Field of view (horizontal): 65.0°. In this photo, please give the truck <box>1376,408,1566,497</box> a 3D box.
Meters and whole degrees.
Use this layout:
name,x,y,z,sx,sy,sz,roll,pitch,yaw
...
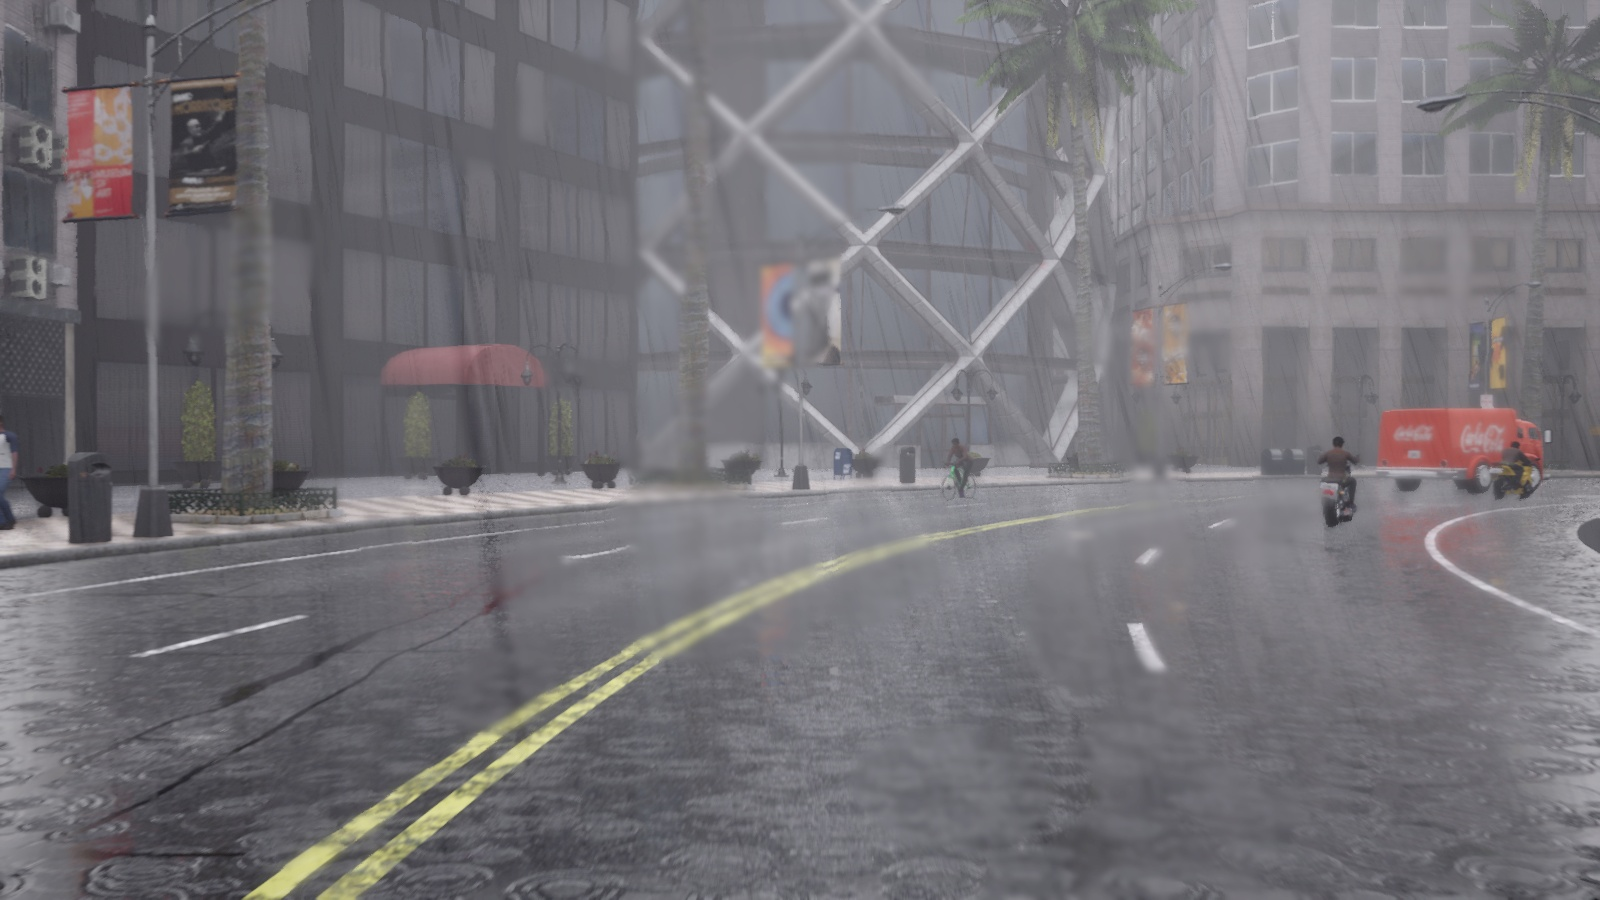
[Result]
name,x,y,z,sx,sy,sz,roll,pitch,yaw
truck,19.927,0.070,37.289,5.204,2.467,2.627,0,0,-30

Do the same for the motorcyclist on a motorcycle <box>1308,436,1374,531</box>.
name,x,y,z,sx,sy,sz,roll,pitch,yaw
motorcyclist on a motorcycle,9.917,0.577,22.980,0.766,1.649,2.350,1,0,31

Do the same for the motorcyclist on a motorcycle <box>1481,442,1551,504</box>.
name,x,y,z,sx,sy,sz,roll,pitch,yaw
motorcyclist on a motorcycle,18.355,0.566,32.191,2.044,1.523,0.797,0,1,-37

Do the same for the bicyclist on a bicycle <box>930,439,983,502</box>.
name,x,y,z,sx,sy,sz,roll,pitch,yaw
bicyclist on a bicycle,4.110,0.518,32.851,0.582,1.620,1.656,1,1,39

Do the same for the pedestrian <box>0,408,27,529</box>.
name,x,y,z,sx,sy,sz,roll,pitch,yaw
pedestrian,-12.288,0.282,19.265,0.354,1.836,0.706,0,0,11
